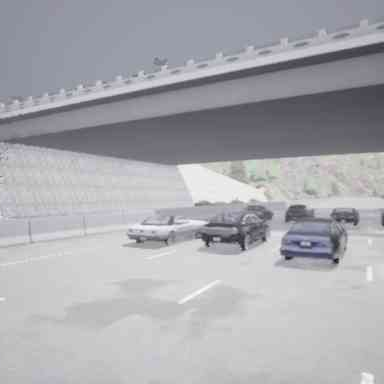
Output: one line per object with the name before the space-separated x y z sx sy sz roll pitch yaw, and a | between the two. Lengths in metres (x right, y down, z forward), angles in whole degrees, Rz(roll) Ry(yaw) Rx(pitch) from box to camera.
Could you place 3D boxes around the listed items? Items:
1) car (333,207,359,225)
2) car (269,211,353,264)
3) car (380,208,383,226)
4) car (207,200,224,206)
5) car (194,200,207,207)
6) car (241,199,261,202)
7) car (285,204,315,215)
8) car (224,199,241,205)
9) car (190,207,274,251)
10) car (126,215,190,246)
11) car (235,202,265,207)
car | 12.178 1.874 26.454 1.895 1.301 4.718 0 -1 29
car | 4.732 1.680 12.590 2.033 1.411 5.357 0 -1 28
car | 15.349 1.604 24.957 2.097 1.767 4.553 0 -1 29
car | 5.266 2.303 65.404 1.895 1.301 4.718 0 -1 29
car | 2.297 2.271 67.253 2.033 1.411 5.357 0 -1 28
car | 11.482 2.013 62.246 2.097 1.767 4.553 0 -1 29
car | 9.219 1.804 28.335 1.837 1.490 4.892 0 0 29
car | 8.355 2.185 63.791 1.837 1.490 4.892 0 -1 29
car | 2.127 1.656 15.118 2.128 1.511 4.902 0 -1 29
car | -1.080 1.783 16.548 1.895 1.301 4.718 0 -1 29
car | 5.670 1.858 29.138 2.033 1.411 5.357 0 -1 28
